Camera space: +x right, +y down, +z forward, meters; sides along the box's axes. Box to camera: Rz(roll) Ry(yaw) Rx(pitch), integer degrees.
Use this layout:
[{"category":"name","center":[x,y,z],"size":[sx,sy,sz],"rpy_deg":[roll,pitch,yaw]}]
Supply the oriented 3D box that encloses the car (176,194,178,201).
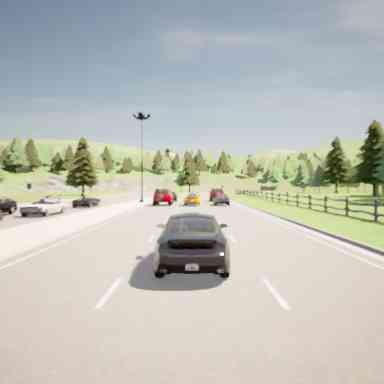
[{"category":"car","center":[-3.225,0.663,50.997],"size":[1.882,1.535,5.008],"rpy_deg":[0,1,2]}]

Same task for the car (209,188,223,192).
[{"category":"car","center":[3.774,0.410,50.837],"size":[2.150,2.045,5.566],"rpy_deg":[0,1,2]}]

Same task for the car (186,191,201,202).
[{"category":"car","center":[0.274,0.679,50.904],"size":[2.128,1.511,4.902],"rpy_deg":[0,1,2]}]

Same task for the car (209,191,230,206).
[{"category":"car","center":[3.549,0.905,40.219],"size":[2.033,1.411,5.357],"rpy_deg":[0,1,1]}]

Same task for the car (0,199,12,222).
[{"category":"car","center":[-11.593,1.282,16.554],"size":[2.033,1.411,5.357],"rpy_deg":[0,1,0]}]

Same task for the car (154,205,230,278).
[{"category":"car","center":[0.003,1.348,9.620],"size":[1.837,1.490,4.892],"rpy_deg":[0,1,0]}]

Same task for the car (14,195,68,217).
[{"category":"car","center":[-11.569,1.182,26.138],"size":[1.895,1.301,4.718],"rpy_deg":[0,1,1]}]

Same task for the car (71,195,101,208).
[{"category":"car","center":[-11.486,1.020,36.330],"size":[1.895,1.301,4.718],"rpy_deg":[0,1,0]}]

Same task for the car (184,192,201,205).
[{"category":"car","center":[0.053,0.828,40.635],"size":[1.882,1.535,5.008],"rpy_deg":[0,1,1]}]

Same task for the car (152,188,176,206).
[{"category":"car","center":[-3.451,0.578,40.249],"size":[2.150,2.045,5.566],"rpy_deg":[0,1,1]}]

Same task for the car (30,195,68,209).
[{"category":"car","center":[-14.986,1.039,35.175],"size":[1.895,1.301,4.718],"rpy_deg":[0,1,0]}]

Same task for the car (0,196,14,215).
[{"category":"car","center":[-15.064,1.091,25.032],"size":[2.128,1.511,4.902],"rpy_deg":[0,1,0]}]
